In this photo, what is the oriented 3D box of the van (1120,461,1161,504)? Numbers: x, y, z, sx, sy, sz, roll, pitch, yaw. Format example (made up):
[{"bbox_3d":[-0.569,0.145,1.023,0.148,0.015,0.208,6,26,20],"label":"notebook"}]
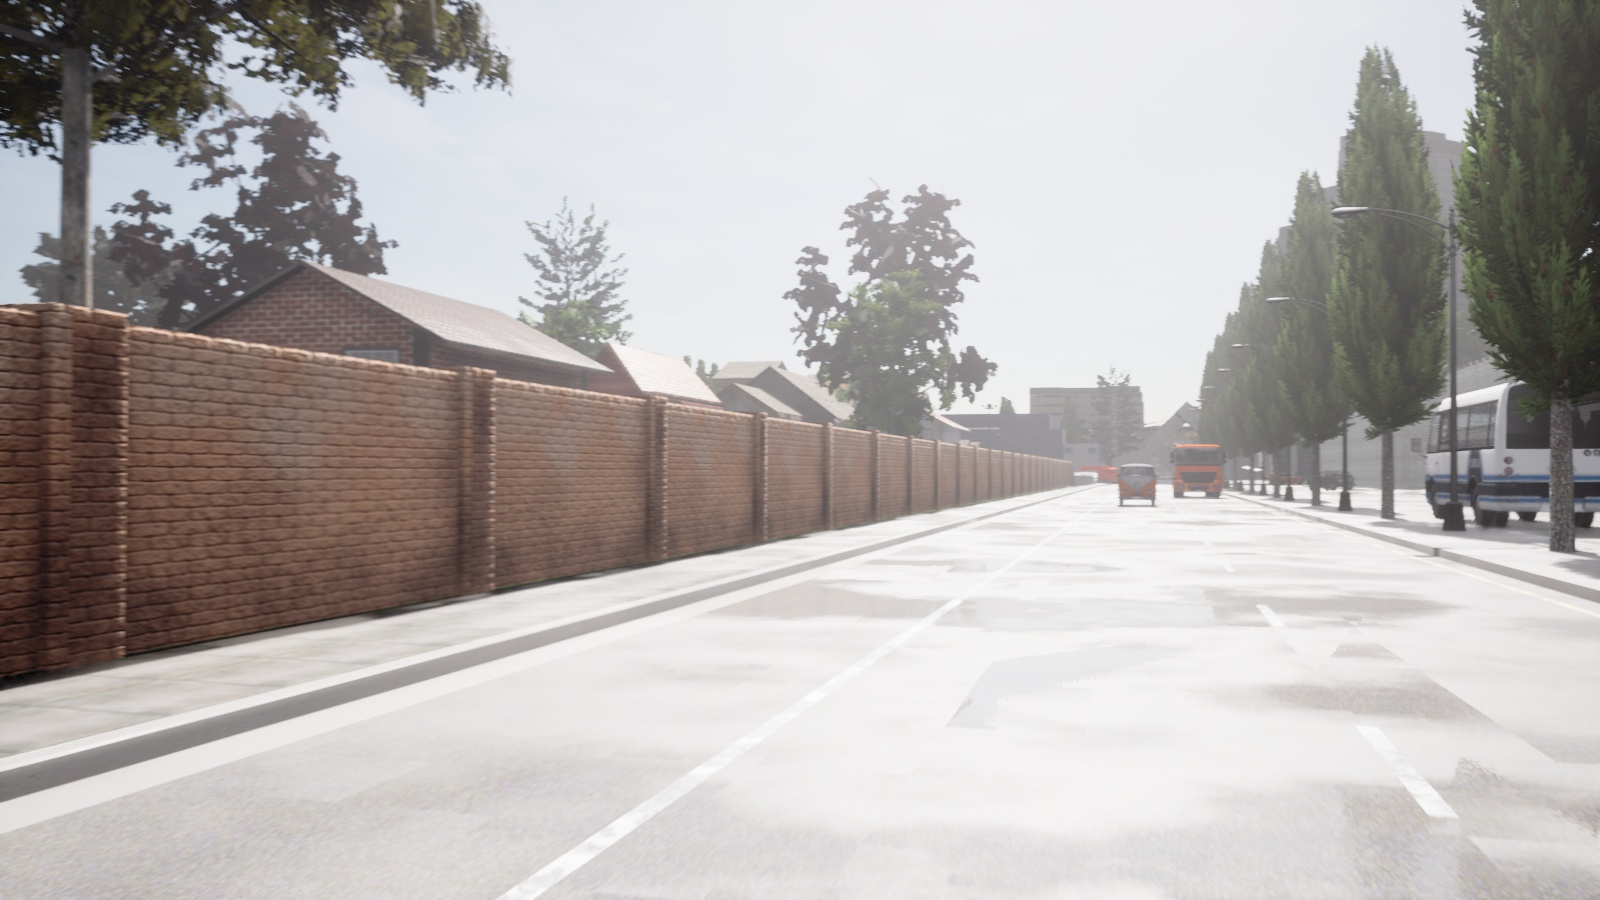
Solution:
[{"bbox_3d":[16.149,1.515,59.484,1.775,1.987,4.442,0,-1,16],"label":"van"}]

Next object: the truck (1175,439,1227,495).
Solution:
[{"bbox_3d":[25.883,1.114,81.314,2.891,3.462,7.936,0,-1,16],"label":"truck"}]

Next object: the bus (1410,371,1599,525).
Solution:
[{"bbox_3d":[22.617,0.027,39.953,3.944,4.253,10.273,-1,-1,16],"label":"bus"}]
